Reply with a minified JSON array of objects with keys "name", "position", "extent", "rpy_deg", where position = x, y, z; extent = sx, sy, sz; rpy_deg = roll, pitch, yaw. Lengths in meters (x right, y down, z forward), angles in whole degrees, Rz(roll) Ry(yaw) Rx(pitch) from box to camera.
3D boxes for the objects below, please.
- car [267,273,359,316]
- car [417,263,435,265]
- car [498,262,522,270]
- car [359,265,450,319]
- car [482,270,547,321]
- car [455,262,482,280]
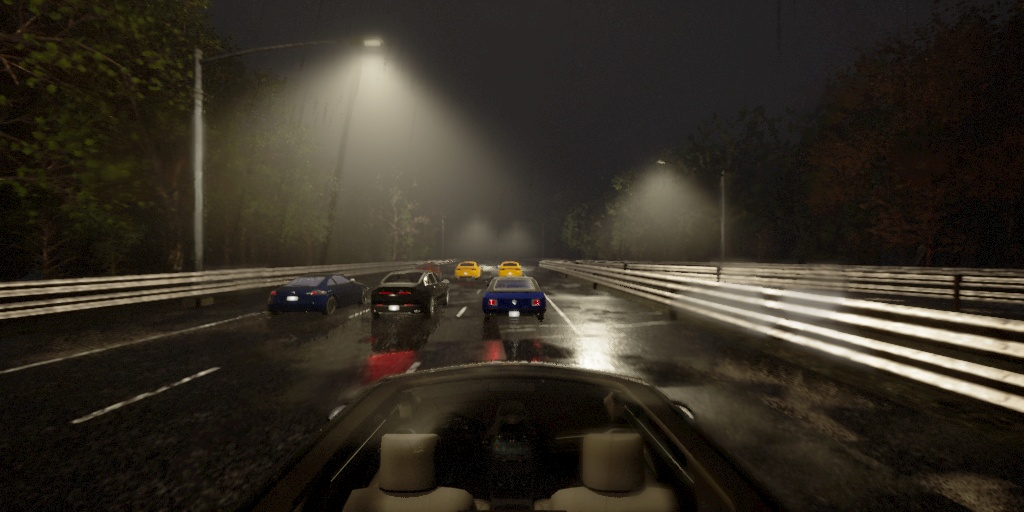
[{"name":"car","position":[-6.958,1.312,13.337],"extent":[1.994,1.385,4.181],"rpy_deg":[0,0,0]},{"name":"car","position":[-7.183,1.275,30.183],"extent":[1.812,1.442,4.674],"rpy_deg":[0,0,-1]},{"name":"car","position":[-0.191,1.224,30.579],"extent":[1.882,1.535,5.008],"rpy_deg":[0,0,-1]},{"name":"car","position":[-3.453,1.252,12.852],"extent":[1.837,1.490,4.892],"rpy_deg":[0,0,0]},{"name":"car","position":[0.054,1.347,12.371],"extent":[1.895,1.301,4.718],"rpy_deg":[0,0,0]},{"name":"car","position":[-3.694,1.226,30.710],"extent":[1.882,1.535,5.008],"rpy_deg":[0,0,-1]}]
